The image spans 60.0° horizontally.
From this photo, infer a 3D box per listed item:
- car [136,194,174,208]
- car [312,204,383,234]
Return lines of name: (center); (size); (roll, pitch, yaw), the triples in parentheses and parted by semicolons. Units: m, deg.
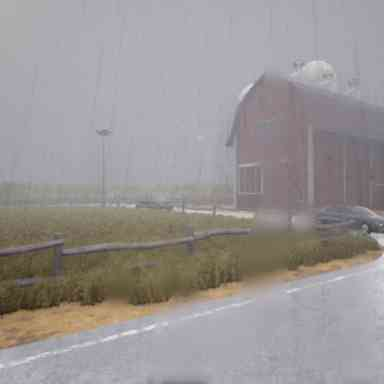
car: (-4.252, 1.209, 37.085); (2.150, 2.045, 5.566); (0, 0, -38)
car: (9.046, 1.497, 18.778); (1.837, 1.490, 4.892); (0, 1, -27)
